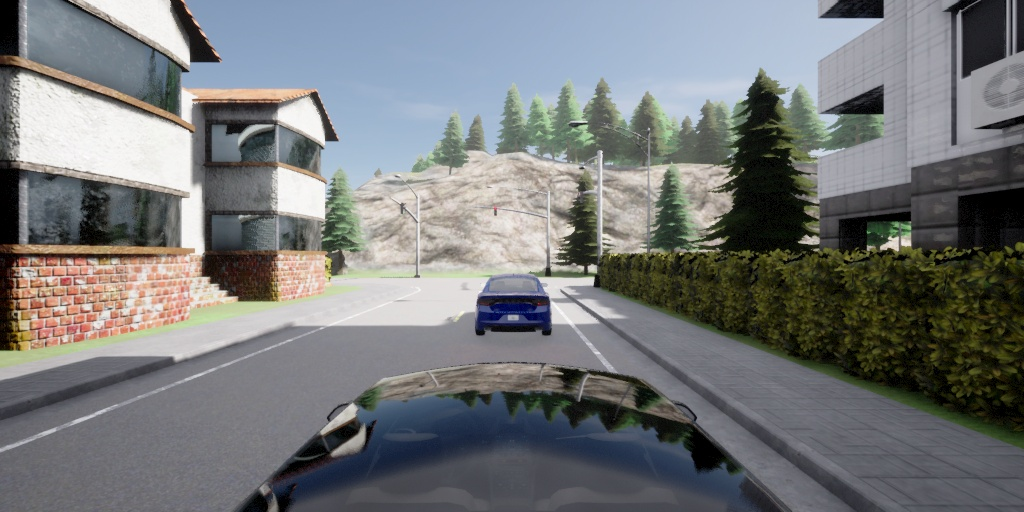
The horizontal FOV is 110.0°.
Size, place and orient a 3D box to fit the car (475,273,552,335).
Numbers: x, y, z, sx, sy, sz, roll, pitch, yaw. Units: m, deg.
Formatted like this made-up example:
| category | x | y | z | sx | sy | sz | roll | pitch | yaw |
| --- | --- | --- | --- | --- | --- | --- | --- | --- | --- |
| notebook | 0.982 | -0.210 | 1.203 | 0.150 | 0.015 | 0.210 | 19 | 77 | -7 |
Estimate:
| category | x | y | z | sx | sy | sz | roll | pitch | yaw |
| --- | --- | --- | --- | --- | --- | --- | --- | --- | --- |
| car | 0.050 | 1.228 | 10.488 | 1.882 | 1.535 | 5.008 | 0 | 0 | 0 |
